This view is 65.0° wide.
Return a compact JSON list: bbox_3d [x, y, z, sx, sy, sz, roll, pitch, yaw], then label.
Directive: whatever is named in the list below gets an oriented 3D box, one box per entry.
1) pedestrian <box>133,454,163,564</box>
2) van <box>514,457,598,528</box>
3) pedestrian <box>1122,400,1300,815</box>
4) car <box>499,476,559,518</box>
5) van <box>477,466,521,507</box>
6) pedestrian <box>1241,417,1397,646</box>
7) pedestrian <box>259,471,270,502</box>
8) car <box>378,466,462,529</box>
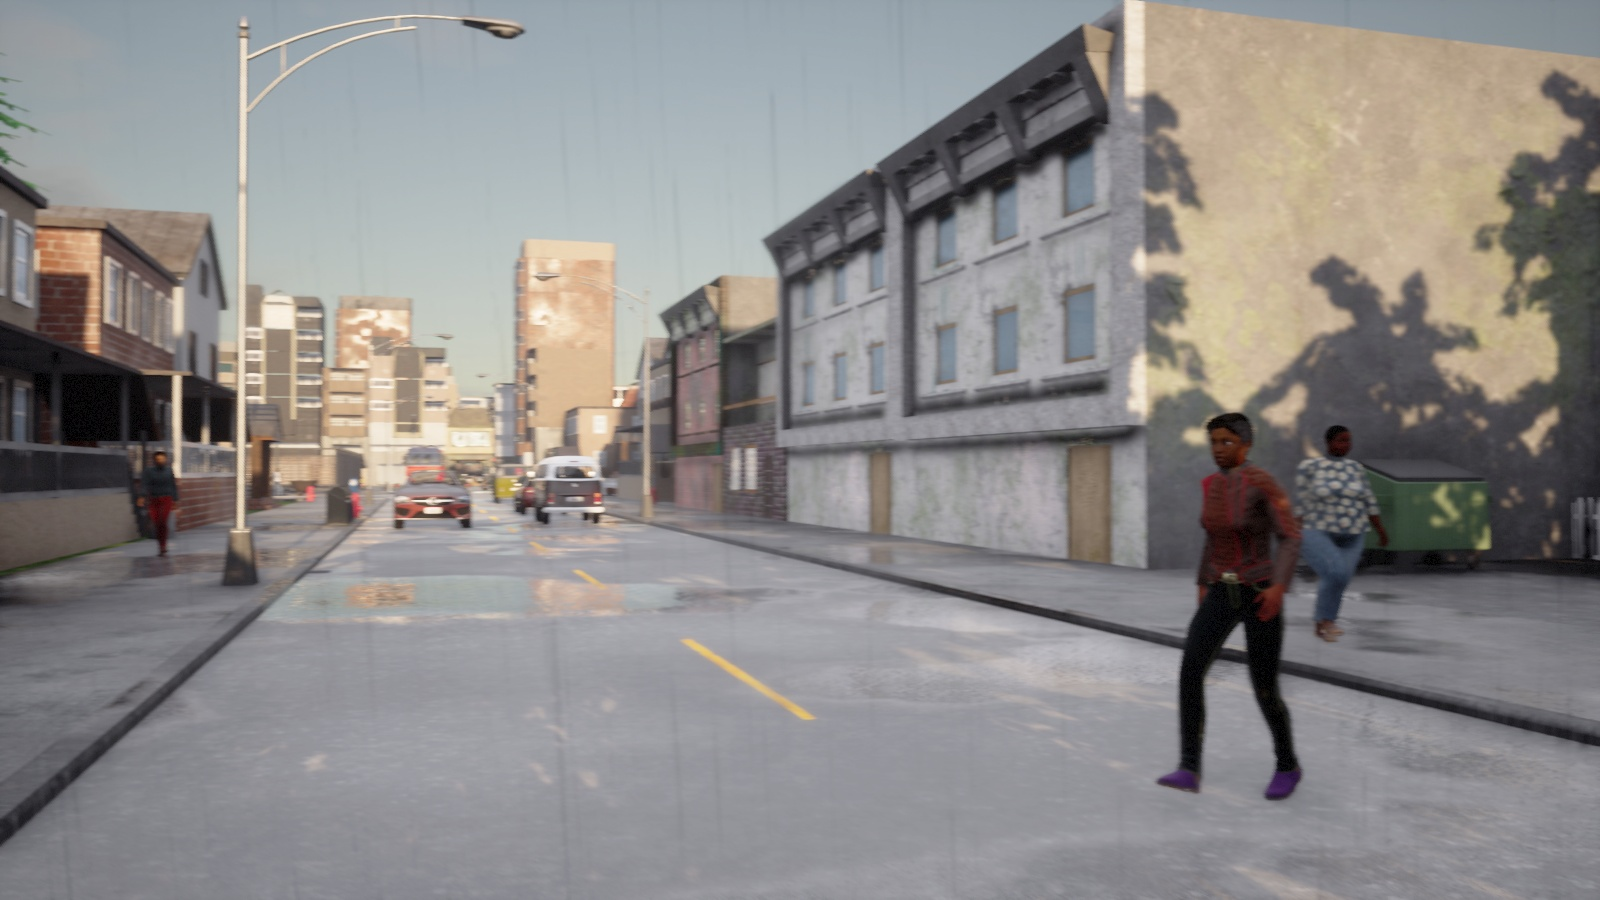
[{"bbox_3d":[-11.139,0.999,21.452,0.353,1.847,0.614,0,-1,-18],"label":"pedestrian"},{"bbox_3d":[-7.601,1.278,38.856,2.069,2.038,4.480,0,-1,-17],"label":"van"},{"bbox_3d":[1.927,0.688,5.864,0.869,1.805,0.328,0,-1,-37],"label":"pedestrian"},{"bbox_3d":[-10.291,1.742,47.473,1.816,1.474,4.193,0,-1,-17],"label":"car"},{"bbox_3d":[-15.099,1.793,62.893,1.775,1.987,4.442,0,-1,-18],"label":"van"},{"bbox_3d":[4.408,0.668,10.722,0.874,1.855,0.900,0,-1,-7],"label":"pedestrian"},{"bbox_3d":[-32.401,2.215,75.924,0.354,1.836,0.706,-1,-1,2],"label":"pedestrian"},{"bbox_3d":[-11.006,1.322,36.345,2.152,1.651,5.027,0,-1,-17],"label":"car"}]
